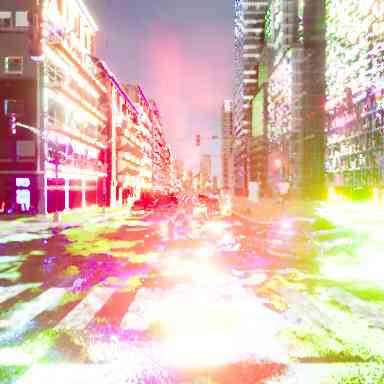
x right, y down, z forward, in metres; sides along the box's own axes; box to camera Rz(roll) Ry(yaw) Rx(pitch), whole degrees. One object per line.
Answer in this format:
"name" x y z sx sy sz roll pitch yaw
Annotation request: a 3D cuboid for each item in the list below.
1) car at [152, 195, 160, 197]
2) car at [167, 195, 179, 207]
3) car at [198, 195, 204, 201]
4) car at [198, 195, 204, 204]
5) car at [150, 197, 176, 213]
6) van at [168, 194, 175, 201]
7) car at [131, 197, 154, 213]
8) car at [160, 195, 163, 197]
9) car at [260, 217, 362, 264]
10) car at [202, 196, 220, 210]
"car" -5.741 1.485 43.213 1.967 1.590 4.097 -1 0 0
"car" -3.121 1.621 52.688 1.994 1.385 4.181 0 0 0
"car" 2.561 1.642 94.289 1.752 1.417 4.829 -1 0 0
"car" 2.587 1.626 65.874 2.008 1.369 4.403 -1 0 0
"car" -3.127 1.601 36.721 1.994 1.385 4.181 0 0 0
"van" -5.788 1.457 94.053 1.690 1.788 3.998 -1 0 0
"car" -5.734 1.583 37.564 1.887 1.381 4.507 -1 0 0
"car" -5.753 1.374 54.512 2.192 1.841 5.009 -1 0 0
"car" 4.453 1.610 12.265 4.181 1.385 1.994 -1 1 -38
"car" 2.607 1.590 43.278 1.887 1.381 4.507 -1 0 0
